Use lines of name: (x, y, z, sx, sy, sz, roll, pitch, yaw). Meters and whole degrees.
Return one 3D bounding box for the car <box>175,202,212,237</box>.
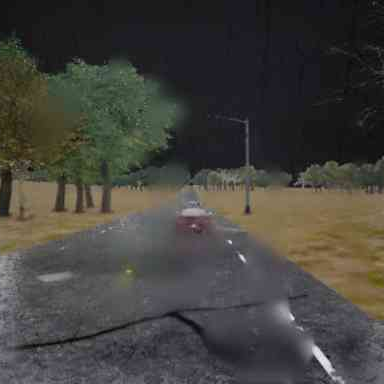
car: (0.097, 1.561, 18.643, 1.882, 1.535, 5.008, 0, 0, 0)
